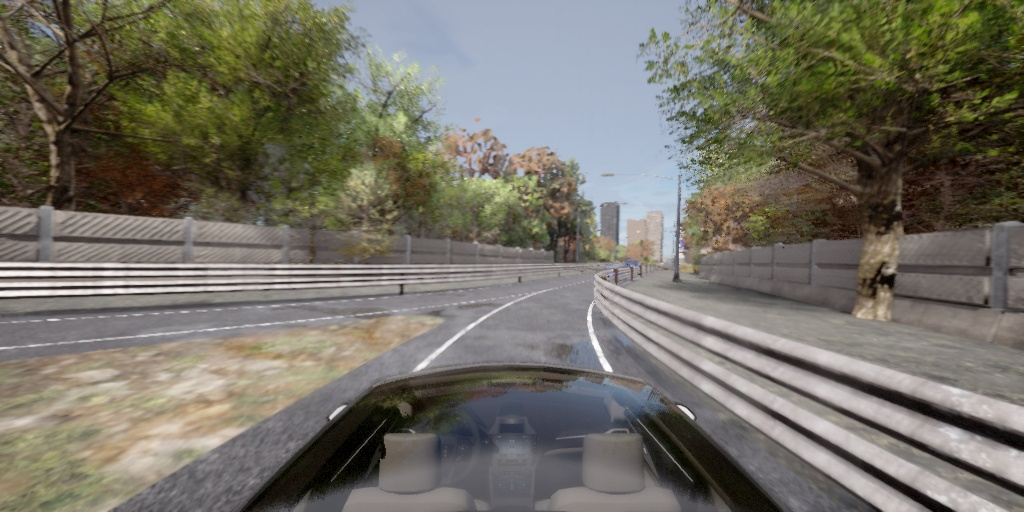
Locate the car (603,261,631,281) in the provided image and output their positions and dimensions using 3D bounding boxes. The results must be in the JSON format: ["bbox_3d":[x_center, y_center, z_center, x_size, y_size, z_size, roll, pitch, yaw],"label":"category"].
[{"bbox_3d":[10.211,1.564,35.477,1.882,1.535,5.008,2,0,24],"label":"car"}]

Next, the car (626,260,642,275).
[{"bbox_3d":[17.263,1.556,51.150,2.150,2.045,5.566,2,0,24],"label":"car"}]
